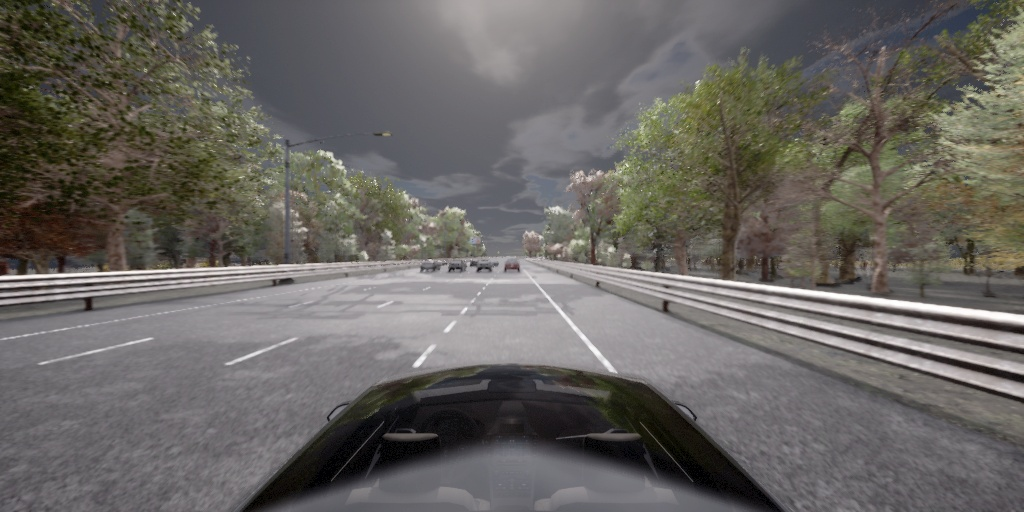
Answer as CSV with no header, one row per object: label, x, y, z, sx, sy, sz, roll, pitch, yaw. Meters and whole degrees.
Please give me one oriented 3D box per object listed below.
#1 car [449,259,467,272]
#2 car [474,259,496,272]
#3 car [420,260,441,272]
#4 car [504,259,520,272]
car,-6.984,1.281,46.420,1.837,1.490,4.892,0,0,0
car,-3.483,1.280,46.511,1.837,1.490,4.892,0,0,0
car,-10.484,1.267,46.425,2.128,1.511,4.902,0,0,0
car,0.015,1.124,46.714,2.097,1.767,4.553,0,0,0
